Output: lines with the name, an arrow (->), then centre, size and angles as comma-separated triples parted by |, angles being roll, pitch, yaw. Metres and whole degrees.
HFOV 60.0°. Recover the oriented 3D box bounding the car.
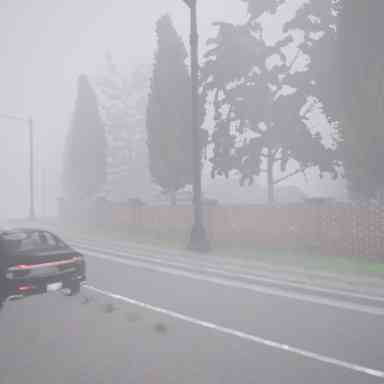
car -> -4.408, 1.654, 8.126 | 4.902, 1.511, 2.128 | -1, -1, 44
